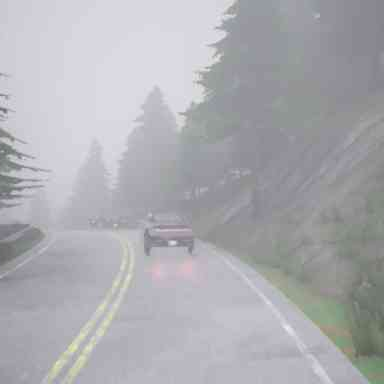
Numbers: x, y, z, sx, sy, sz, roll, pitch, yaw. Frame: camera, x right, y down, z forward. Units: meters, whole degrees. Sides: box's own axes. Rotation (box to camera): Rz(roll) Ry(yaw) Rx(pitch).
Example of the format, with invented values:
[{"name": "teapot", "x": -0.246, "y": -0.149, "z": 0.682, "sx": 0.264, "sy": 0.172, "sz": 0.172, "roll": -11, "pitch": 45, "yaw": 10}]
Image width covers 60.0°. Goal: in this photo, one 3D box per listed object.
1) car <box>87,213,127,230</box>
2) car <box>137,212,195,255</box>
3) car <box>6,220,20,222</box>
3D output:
[{"name": "car", "x": -7.085, "y": 2.416, "z": 27.180, "sx": 1.895, "sy": 1.301, "sz": 4.718, "roll": 3, "pitch": -6, "yaw": -34}, {"name": "car", "x": -1.156, "y": 1.555, "z": 13.648, "sx": 2.128, "sy": 1.511, "sz": 4.902, "roll": 1, "pitch": -1, "yaw": -12}, {"name": "car", "x": -17.947, "y": 3.542, "z": 33.888, "sx": 4.718, "sy": 1.301, "sz": 1.895, "roll": -10, "pitch": -10, "yaw": 41}]
